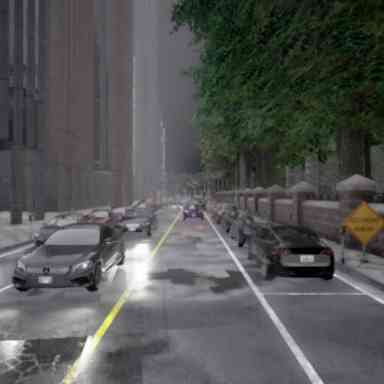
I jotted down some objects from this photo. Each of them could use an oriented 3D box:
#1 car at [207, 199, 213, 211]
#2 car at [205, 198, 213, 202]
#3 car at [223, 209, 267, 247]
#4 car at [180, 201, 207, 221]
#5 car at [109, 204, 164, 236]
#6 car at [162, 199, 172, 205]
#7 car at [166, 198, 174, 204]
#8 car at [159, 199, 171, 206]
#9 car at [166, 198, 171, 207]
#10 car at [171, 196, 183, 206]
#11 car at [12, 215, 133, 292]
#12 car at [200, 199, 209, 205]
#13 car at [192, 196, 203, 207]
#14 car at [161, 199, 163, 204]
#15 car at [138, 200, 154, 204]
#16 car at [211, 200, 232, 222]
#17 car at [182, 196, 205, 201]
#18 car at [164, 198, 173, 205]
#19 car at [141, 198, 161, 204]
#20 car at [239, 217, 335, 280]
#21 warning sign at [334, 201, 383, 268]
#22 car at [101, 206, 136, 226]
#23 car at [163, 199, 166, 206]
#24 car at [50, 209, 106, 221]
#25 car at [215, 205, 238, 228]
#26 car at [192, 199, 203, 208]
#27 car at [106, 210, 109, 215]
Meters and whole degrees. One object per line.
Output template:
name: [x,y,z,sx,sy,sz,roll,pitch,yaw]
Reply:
car: [2.806,1.731,31.917,1.967,1.590,4.097,0,-1,0]
car: [2.829,1.968,48.454,1.752,1.417,4.829,0,-1,0]
car: [2.784,1.693,15.546,2.008,1.369,4.403,0,-1,0]
car: [0.141,1.803,30.428,1.812,1.442,4.674,0,-1,0]
car: [-3.064,1.670,19.597,2.128,1.511,4.902,0,0,0]
car: [-5.659,2.247,75.576,1.887,1.381,4.507,0,-1,0]
car: [-5.645,2.332,86.319,1.752,1.417,4.829,0,-1,0]
car: [-5.667,2.200,70.119,2.008,1.369,4.403,0,-1,0]
car: [-5.674,2.037,64.663,1.967,1.590,4.097,0,-1,0]
car: [-2.905,2.137,69.216,1.837,1.490,4.892,0,-1,0]
car: [-3.074,1.611,9.330,1.812,1.442,4.674,0,-1,0]
car: [2.866,2.268,75.566,1.947,1.339,4.313,0,-1,0]
car: [0.990,1.834,65.867,2.150,2.045,5.566,0,-1,0]
car: [-5.697,1.985,48.292,1.887,1.381,4.507,0,-1,0]
car: [-5.712,1.922,37.378,1.802,1.307,4.206,0,-1,0]
car: [2.799,1.681,26.460,1.967,1.590,4.097,0,-1,0]
car: [0.148,1.721,40.544,2.097,1.767,4.553,0,-1,0]
car: [-5.652,2.195,81.034,1.967,1.590,4.097,0,-1,0]
car: [-5.704,1.705,42.837,2.192,1.841,5.009,0,-1,0]
car: [2.776,1.658,10.090,1.947,1.339,4.313,0,-1,0]
warning sign: [5.081,1.206,9.834,1.300,1.860,1.060,0,-1,0]
car: [-5.727,1.823,26.464,1.802,1.307,4.206,0,-1,0]
car: [-5.689,2.037,53.749,1.887,1.381,4.507,0,-1,0]
car: [-5.742,1.692,15.551,2.008,1.369,4.403,0,-1,0]
car: [2.791,1.742,21.003,2.008,1.369,4.403,0,-1,0]
car: [0.982,2.057,59.834,1.837,1.490,4.892,0,-1,0]
car: [-5.734,1.773,21.007,1.802,1.307,4.206,0,-1,0]
